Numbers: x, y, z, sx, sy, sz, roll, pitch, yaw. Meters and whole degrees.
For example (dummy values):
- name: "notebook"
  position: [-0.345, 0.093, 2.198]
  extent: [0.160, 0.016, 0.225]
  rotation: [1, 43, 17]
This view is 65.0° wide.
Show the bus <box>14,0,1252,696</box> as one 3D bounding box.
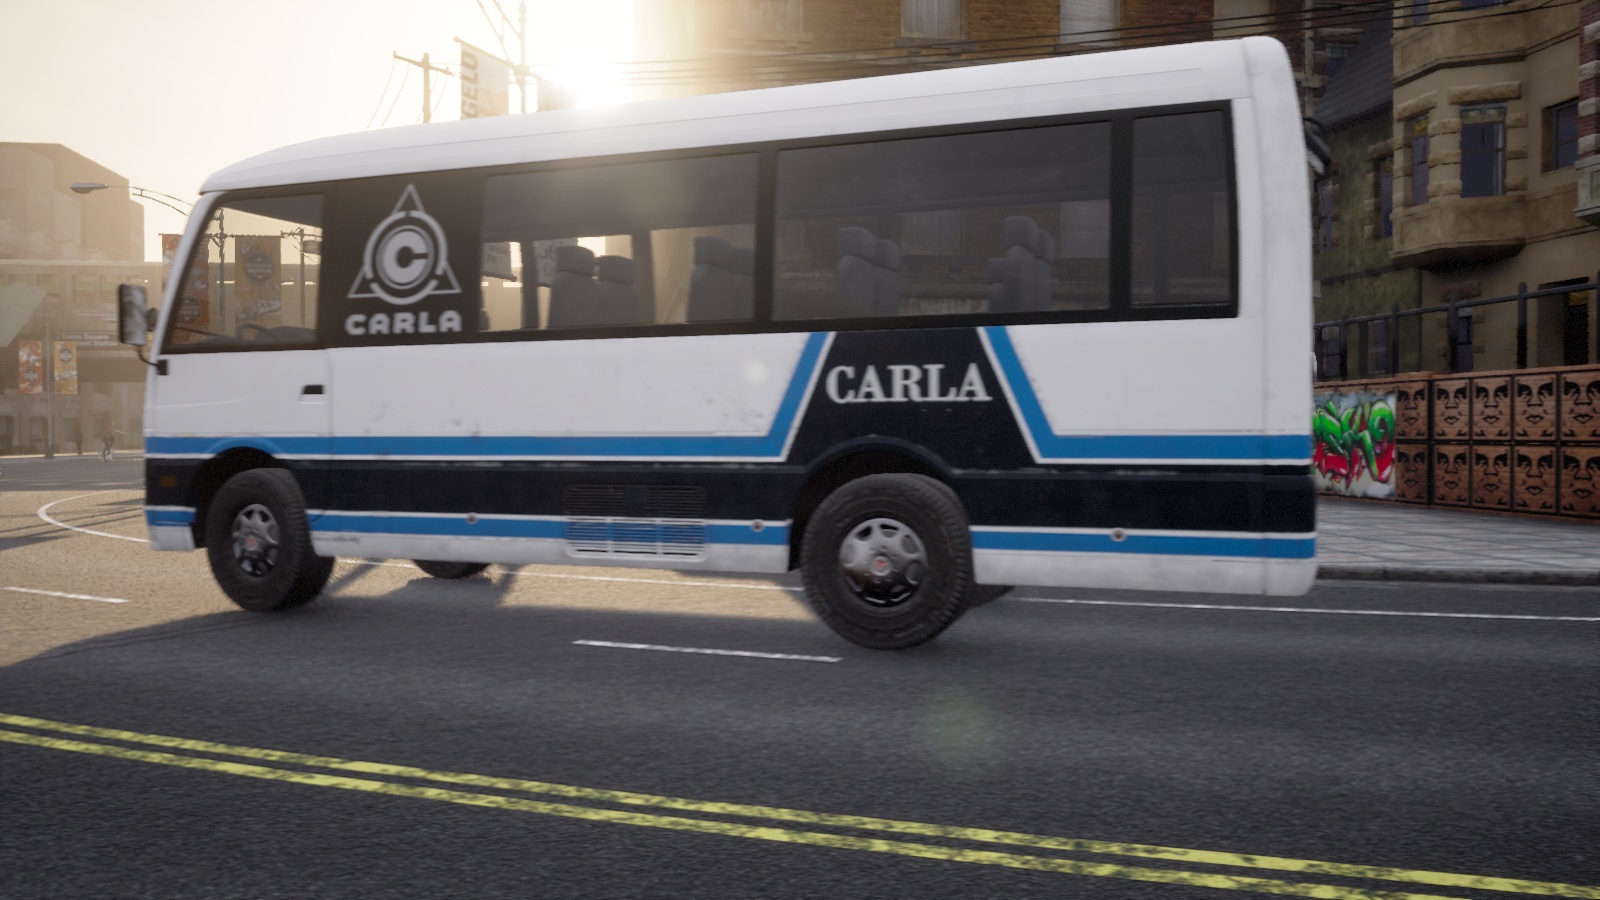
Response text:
- name: "bus"
  position: [-1.484, -0.726, 11.203]
  extent: [10.273, 4.253, 3.944]
  rotation: [1, 1, 21]

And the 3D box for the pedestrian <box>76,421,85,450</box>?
- name: "pedestrian"
  position: [-46.184, -0.928, 80.638]
  extent: [0.331, 1.846, 0.634]
  rotation: [0, 1, -16]
